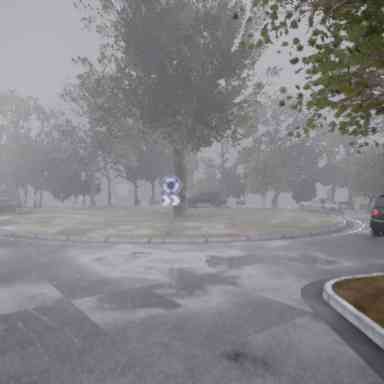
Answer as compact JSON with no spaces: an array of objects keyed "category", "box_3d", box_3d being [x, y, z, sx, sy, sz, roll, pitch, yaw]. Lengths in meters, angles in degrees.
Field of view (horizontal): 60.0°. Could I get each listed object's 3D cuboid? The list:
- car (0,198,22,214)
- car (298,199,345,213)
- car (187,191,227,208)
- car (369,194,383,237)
[{"category":"car","box_3d":[-17.285,1.297,29.536,1.837,1.490,4.892,-2,0,12]},{"category":"car","box_3d":[13.108,1.362,34.035,1.895,1.301,4.718,0,0,-24]},{"category":"car","box_3d":[1.732,0.921,42.675,5.566,2.045,2.150,0,0,12]},{"category":"car","box_3d":[10.587,1.108,16.127,5.566,2.045,2.150,0,1,-42]}]
